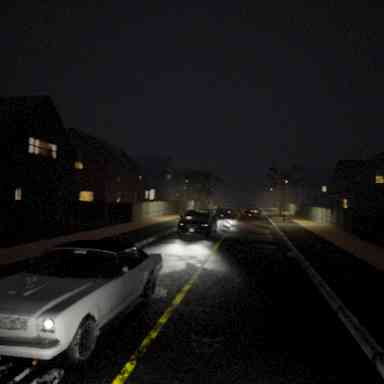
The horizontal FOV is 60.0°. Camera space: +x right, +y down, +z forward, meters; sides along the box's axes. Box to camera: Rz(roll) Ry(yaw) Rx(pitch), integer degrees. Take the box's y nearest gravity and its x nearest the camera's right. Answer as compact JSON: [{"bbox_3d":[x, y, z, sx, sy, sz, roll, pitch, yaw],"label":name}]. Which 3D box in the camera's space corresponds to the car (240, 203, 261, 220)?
[{"bbox_3d":[6.031,2.065,34.322,2.128,1.511,4.902,1,-1,11],"label":"car"}]

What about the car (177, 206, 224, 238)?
[{"bbox_3d":[0.415,1.731,19.419,2.128,1.511,4.902,1,-1,10],"label":"car"}]

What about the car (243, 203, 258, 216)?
[{"bbox_3d":[7.817,2.273,44.503,1.837,1.490,4.892,1,-1,10],"label":"car"}]

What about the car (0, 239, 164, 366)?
[{"bbox_3d":[-1.990,1.624,6.063,1.895,1.301,4.718,1,-1,10],"label":"car"}]

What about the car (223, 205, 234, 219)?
[{"bbox_3d":[3.460,2.135,36.000,1.895,1.301,4.718,1,-1,11],"label":"car"}]
